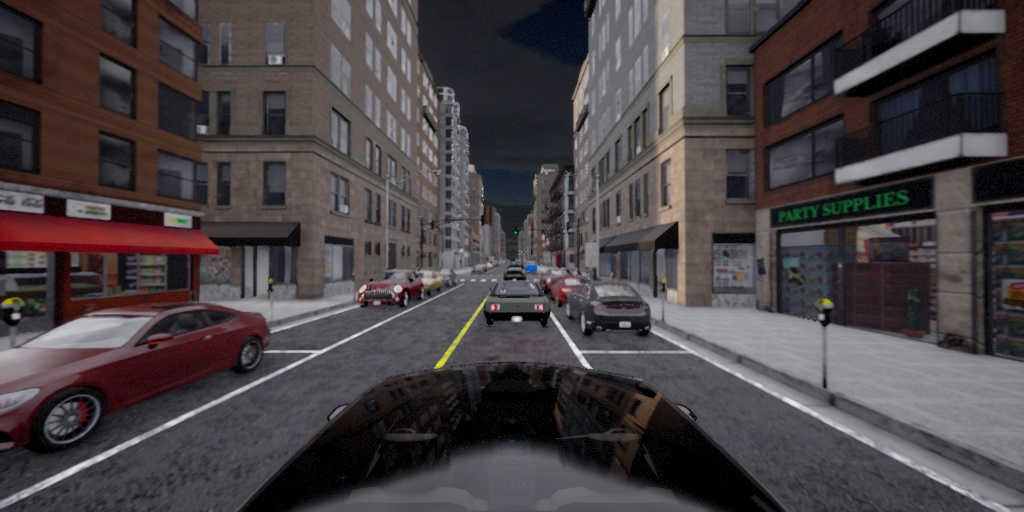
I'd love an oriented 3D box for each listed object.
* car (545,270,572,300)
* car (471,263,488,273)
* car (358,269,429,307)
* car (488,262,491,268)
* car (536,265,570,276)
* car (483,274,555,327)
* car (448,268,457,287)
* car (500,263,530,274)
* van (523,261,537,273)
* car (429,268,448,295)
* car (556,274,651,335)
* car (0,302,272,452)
[{"bbox_3d":[2.701,1.499,16.146,1.802,1.307,4.207,0,0,0],"label":"car"},{"bbox_3d":[-5.138,1.904,54.293,2.007,1.370,4.403,0,0,0],"label":"car"},{"bbox_3d":[-5.324,1.356,16.178,1.967,1.591,4.097,0,0,0],"label":"car"},{"bbox_3d":[-5.110,1.963,59.974,1.888,1.381,4.507,0,0,0],"label":"car"},{"bbox_3d":[2.728,1.420,21.665,1.967,1.591,4.097,0,0,0],"label":"car"},{"bbox_3d":[0.149,1.471,12.099,1.895,1.301,4.718,0,-1,0],"label":"car"},{"bbox_3d":[-5.270,1.593,27.213,2.007,1.370,4.403,0,0,0],"label":"car"},{"bbox_3d":[0.328,1.573,29.363,1.837,1.490,4.892,0,-1,4],"label":"car"},{"bbox_3d":[2.887,1.695,54.262,1.690,1.789,3.998,0,0,0],"label":"van"},{"bbox_3d":[-5.298,1.505,21.525,1.751,1.417,4.829,0,0,0],"label":"car"},{"bbox_3d":[2.674,1.404,10.628,2.007,1.370,4.403,0,0,0],"label":"car"},{"bbox_3d":[-5.377,1.370,5.141,1.802,1.307,4.207,0,0,0],"label":"car"}]
